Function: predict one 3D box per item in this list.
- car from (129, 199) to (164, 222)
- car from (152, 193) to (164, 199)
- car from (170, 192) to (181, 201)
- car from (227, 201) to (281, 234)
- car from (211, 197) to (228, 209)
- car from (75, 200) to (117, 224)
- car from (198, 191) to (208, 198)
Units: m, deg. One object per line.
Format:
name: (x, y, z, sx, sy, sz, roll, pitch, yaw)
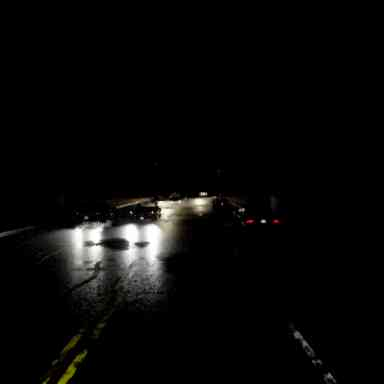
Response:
car: (-3.350, 1.425, 24.430, 1.895, 1.301, 4.718, 0, 0, 0)
car: (-6.519, 1.047, 63.688, 1.837, 1.490, 4.892, 0, 0, 0)
car: (-3.270, 0.877, 65.951, 2.097, 1.767, 4.553, 0, 0, 1)
car: (3.350, 1.417, 18.105, 2.033, 1.411, 5.357, 0, 0, 0)
car: (3.350, 1.284, 39.034, 1.994, 1.385, 4.181, 0, 0, 0)
car: (-6.599, 1.324, 23.225, 2.128, 1.511, 4.902, 0, 0, 0)
car: (3.250, 0.947, 89.548, 1.895, 1.301, 4.718, 0, 0, 0)
